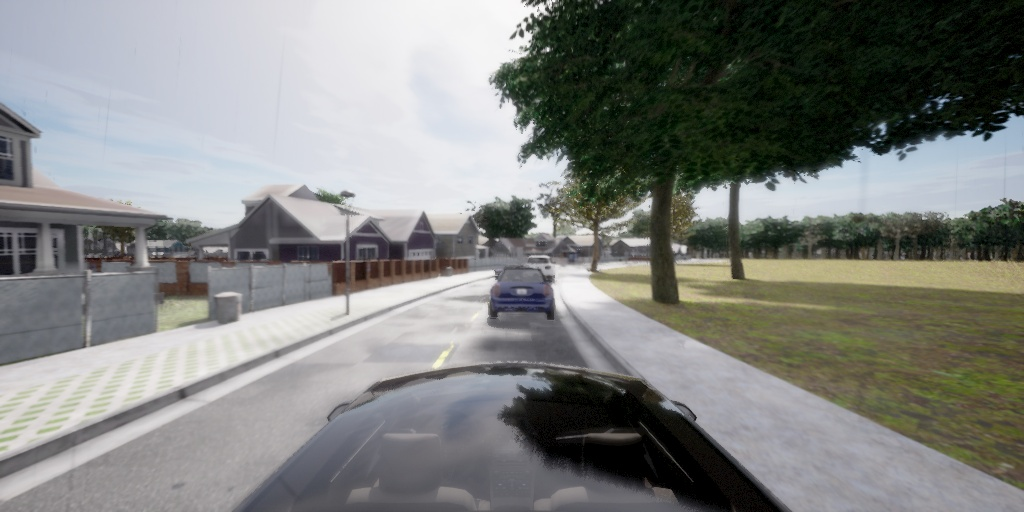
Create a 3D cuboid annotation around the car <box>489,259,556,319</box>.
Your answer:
[{"bbox_3d":[0.413,1.118,13.137,2.097,1.767,4.553,0,0,3],"label":"car"}]

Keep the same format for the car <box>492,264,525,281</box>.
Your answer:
[{"bbox_3d":[-0.189,1.376,31.500,1.895,1.301,4.718,0,0,12],"label":"car"}]

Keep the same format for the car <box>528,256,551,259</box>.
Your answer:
[{"bbox_3d":[2.320,1.016,29.039,2.150,2.045,5.566,0,0,10],"label":"car"}]
